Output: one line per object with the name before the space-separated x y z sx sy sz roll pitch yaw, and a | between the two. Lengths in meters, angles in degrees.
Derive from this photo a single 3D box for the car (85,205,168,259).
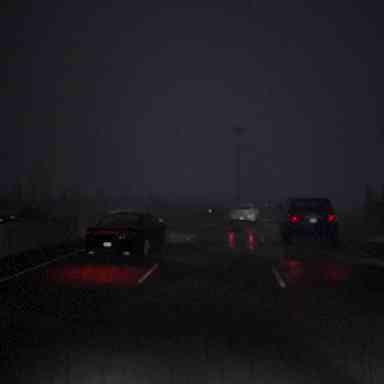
car | -2.261 1.477 12.751 1.882 1.535 5.008 0 0 8

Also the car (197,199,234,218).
car | 2.207 1.599 30.299 1.994 1.385 4.181 0 0 19

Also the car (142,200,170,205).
car | -3.905 1.540 34.471 2.128 1.511 4.902 0 0 21

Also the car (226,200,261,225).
car | 3.974 1.546 24.548 1.812 1.442 4.674 0 0 16

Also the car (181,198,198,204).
car | -0.151 1.716 57.110 1.994 1.385 4.181 0 0 33

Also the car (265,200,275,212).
car | 10.191 1.612 39.807 2.033 1.411 5.357 0 0 27

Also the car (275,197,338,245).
car | 5.374 1.231 15.935 2.150 2.045 5.566 0 0 11

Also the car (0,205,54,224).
car | -11.256 1.574 22.353 1.994 1.385 4.181 0 0 14

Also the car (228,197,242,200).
car | 7.615 1.659 62.044 1.882 1.535 5.008 0 0 37
